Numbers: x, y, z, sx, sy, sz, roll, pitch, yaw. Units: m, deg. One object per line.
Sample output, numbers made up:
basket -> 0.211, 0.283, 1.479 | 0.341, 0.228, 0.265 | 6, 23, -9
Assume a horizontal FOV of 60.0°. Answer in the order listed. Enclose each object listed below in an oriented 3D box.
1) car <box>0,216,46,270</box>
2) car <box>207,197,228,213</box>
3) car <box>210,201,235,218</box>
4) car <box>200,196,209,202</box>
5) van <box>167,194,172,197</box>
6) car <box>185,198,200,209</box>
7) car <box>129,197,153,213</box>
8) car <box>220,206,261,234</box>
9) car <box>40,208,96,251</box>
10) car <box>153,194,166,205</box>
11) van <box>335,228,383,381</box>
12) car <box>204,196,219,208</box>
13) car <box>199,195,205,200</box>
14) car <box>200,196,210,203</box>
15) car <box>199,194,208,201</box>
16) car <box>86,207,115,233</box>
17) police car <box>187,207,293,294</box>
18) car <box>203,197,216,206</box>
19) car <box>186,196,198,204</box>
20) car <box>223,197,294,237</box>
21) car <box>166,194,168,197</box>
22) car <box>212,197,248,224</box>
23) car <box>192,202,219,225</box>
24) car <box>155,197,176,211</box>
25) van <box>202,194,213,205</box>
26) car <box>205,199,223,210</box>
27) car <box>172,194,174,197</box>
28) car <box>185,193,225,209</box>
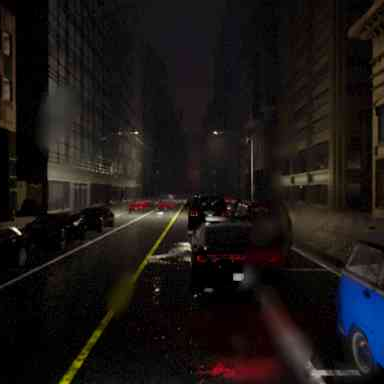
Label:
car -> -5.765, 1.545, 8.486 | 2.008, 1.369, 4.403 | 0, 0, 0
car -> 2.758, 1.424, 36.507 | 1.967, 1.590, 4.097 | 0, 0, 0
car -> 2.759, 1.551, 30.906 | 1.947, 1.339, 4.313 | 0, 0, 0
car -> 2.758, 1.522, 75.720 | 1.887, 1.381, 4.507 | 0, 0, 0
van -> -5.768, 1.319, 70.109 | 1.690, 1.788, 3.998 | 0, 0, 0
car -> 0.023, 1.547, 46.103 | 1.994, 1.385, 4.181 | 0, 0, 0
car -> -5.766, 1.529, 36.496 | 1.887, 1.381, 4.507 | 0, 0, 0
car -> 2.759, 1.571, 19.703 | 1.802, 1.307, 4.206 | 0, 0, 0
car -> -5.765, 1.557, 14.087 | 1.947, 1.339, 4.313 | 0, 0, 0
car -> -5.767, 1.421, 53.302 | 1.967, 1.590, 4.097 | 0, 0, 0
van -> 2.759, 1.339, 2.897 | 1.690, 1.788, 3.998 | 0, 0, 0
car -> 2.758, 1.422, 47.711 | 1.967, 1.590, 4.097 | 0, 0, 0
car -> 2.757, 1.557, 92.526 | 1.802, 1.307, 4.206 | 0, 0, 0
car -> 2.758, 1.523, 70.118 | 1.887, 1.381, 4.507 | 0, 0, 0
car -> 2.757, 1.417, 81.322 | 1.967, 1.590, 4.097 | 0, 0, 0
car -> -5.766, 1.554, 19.689 | 1.947, 1.339, 4.313 | 0, 0, 0
police car -> 0.900, 1.419, 8.946 | 1.930, 1.638, 5.238 | 0, 0, 0
car -> 2.759, 1.563, 53.313 | 1.802, 1.307, 4.206 | 0, 0, 0
car -> -0.002, 1.527, 62.088 | 2.033, 1.411, 5.357 | 0, 0, 0
car -> 2.759, 1.306, 14.100 | 2.192, 1.841, 5.009 | 0, 0, 0
car -> -5.767, 1.524, 58.904 | 1.887, 1.381, 4.507 | 0, 0, 0
car -> 2.758, 1.302, 25.304 | 2.192, 1.841, 5.009 | 0, 0, 0
car -> 0.900, 1.513, 24.836 | 1.812, 1.442, 4.674 | 0, 0, 0
car -> -3.062, 1.584, 40.636 | 1.895, 1.301, 4.718 | 0, 0, 0
van -> 2.758, 1.321, 58.914 | 1.690, 1.788, 3.998 | 0, 0, 0
car -> 2.759, 1.549, 42.109 | 1.947, 1.339, 4.313 | 0, 0, 0
car -> -5.768, 1.522, 75.711 | 1.887, 1.381, 4.507 | 0, 0, 0
car -> 0.853, 1.211, 18.865 | 2.150, 2.045, 5.566 | 0, 0, 0
